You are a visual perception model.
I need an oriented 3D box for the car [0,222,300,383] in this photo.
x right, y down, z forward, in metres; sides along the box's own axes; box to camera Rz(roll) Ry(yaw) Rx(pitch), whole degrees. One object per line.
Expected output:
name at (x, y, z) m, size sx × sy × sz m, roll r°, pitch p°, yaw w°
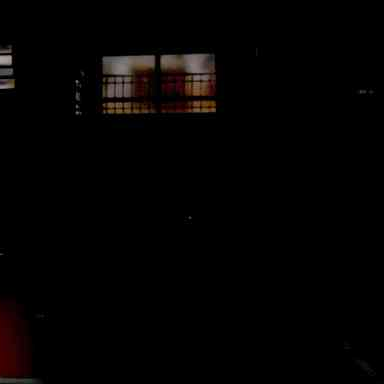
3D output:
car at (-1.298, 1.320, 3.999) m, size 5.009 × 1.841 × 2.192 m, roll 0°, pitch 0°, yaw 4°
